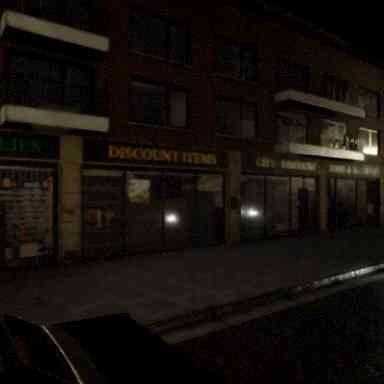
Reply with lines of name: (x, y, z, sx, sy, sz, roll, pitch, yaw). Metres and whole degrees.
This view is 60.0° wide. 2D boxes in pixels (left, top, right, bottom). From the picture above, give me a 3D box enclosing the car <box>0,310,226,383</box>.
car: (-2.132, 1.602, 1.855, 4.718, 1.301, 1.895, 0, 0, -36)
